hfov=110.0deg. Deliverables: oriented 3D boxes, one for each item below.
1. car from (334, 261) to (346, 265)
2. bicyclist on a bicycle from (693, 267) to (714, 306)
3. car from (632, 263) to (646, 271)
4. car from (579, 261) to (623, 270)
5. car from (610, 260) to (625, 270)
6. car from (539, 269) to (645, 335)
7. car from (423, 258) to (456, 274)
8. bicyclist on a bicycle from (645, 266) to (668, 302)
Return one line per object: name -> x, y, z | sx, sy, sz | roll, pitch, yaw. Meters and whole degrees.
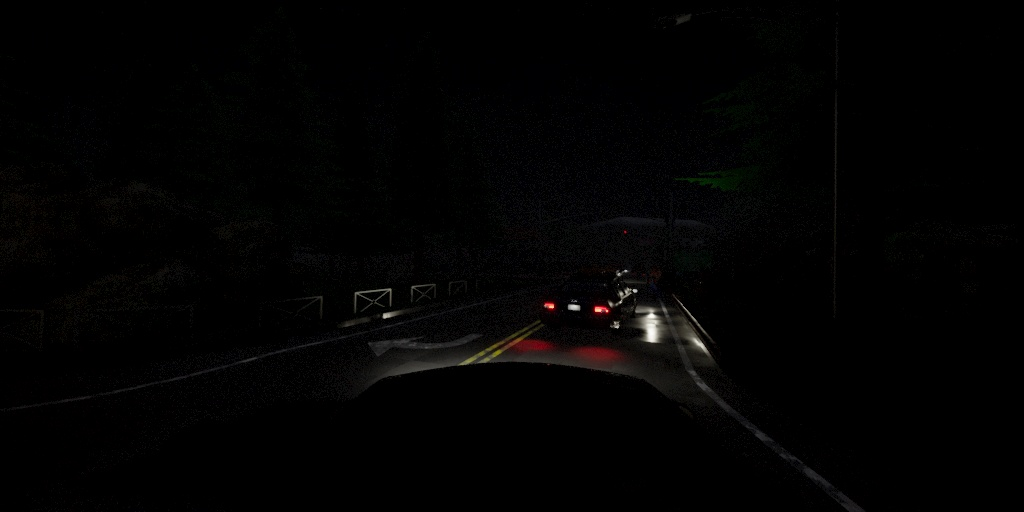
car -> -24.845, 1.417, 52.947 | 4.181, 1.385, 1.994 | 1, -1, 26
bicyclist on a bicycle -> 8.086, 1.302, 15.102 | 1.656, 1.620, 0.582 | 1, 0, -34
car -> 21.336, 1.894, 60.363 | 2.097, 1.767, 4.553 | 1, -1, 20
car -> 8.689, 1.559, 36.560 | 1.882, 1.535, 5.008 | 4, -1, -20
car -> 17.195, 1.688, 59.776 | 2.150, 2.045, 5.566 | 1, -1, 21
car -> 2.446, 1.249, 10.358 | 2.033, 1.411, 5.357 | 1, -1, 25
car -> -10.089, 1.261, 46.920 | 5.566, 2.045, 2.150 | 0, -1, 20
bicyclist on a bicycle -> 6.661, 1.290, 16.505 | 1.656, 1.620, 0.582 | 1, -1, -31
